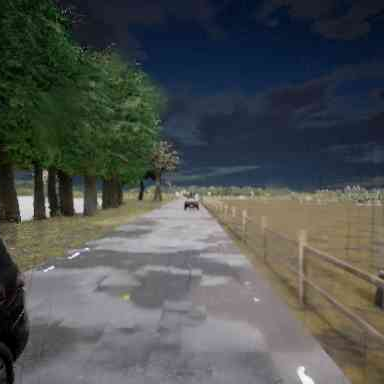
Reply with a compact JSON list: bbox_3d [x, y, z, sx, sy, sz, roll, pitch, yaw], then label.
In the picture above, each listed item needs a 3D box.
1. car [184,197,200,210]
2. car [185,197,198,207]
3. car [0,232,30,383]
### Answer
[{"bbox_3d":[-0.055,1.514,42.612,1.882,1.535,5.008,0,0,0],"label":"car"},{"bbox_3d":[-0.069,1.547,53.112,1.882,1.535,5.008,0,0,0],"label":"car"},{"bbox_3d":[-2.843,1.220,1.380,2.150,2.045,5.566,0,0,0],"label":"car"}]
